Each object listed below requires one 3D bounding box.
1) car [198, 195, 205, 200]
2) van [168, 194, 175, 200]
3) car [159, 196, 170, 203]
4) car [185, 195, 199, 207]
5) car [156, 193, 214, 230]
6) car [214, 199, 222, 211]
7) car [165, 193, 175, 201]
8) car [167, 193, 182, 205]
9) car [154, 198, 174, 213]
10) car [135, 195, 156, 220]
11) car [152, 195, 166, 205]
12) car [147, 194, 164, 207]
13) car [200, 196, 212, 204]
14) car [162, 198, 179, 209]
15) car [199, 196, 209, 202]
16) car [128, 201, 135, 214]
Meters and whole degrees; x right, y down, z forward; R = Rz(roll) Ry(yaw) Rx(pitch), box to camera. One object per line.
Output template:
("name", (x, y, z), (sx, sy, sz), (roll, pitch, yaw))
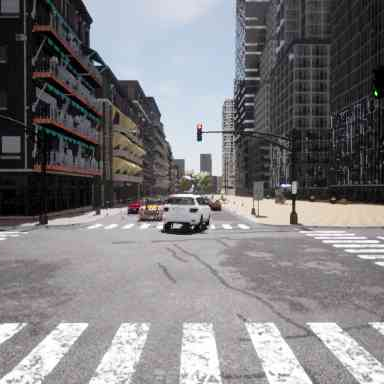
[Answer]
("car", (2.674, 1.535, 92.099), (1.752, 1.417, 4.829), (-1, 0, 0))
("van", (-5.675, 1.350, 91.873), (1.690, 1.788, 3.998), (-1, 0, 0))
("car", (-5.679, 1.584, 69.278), (1.802, 1.307, 4.206), (-1, 0, 0))
("car", (0.099, 1.352, 53.146), (2.097, 1.767, 4.553), (0, 0, 1))
("car", (-0.224, 1.204, 20.929), (2.150, 2.045, 5.566), (1, -1, 11))
("car", (2.659, 1.540, 41.088), (1.887, 1.381, 4.507), (-1, 0, 0))
("car", (-5.678, 1.322, 86.225), (2.192, 1.841, 5.009), (-1, 0, 0))
("car", (-3.032, 1.220, 58.283), (2.150, 2.045, 5.566), (0, 0, 1))
("car", (-3.085, 1.501, 37.637), (1.837, 1.490, 4.892), (0, 0, 0))
("car", (-3.090, 1.348, 27.640), (2.097, 1.767, 4.553), (0, 0, 0))
("car", (-5.684, 1.439, 57.980), (1.967, 1.590, 4.097), (-1, 0, 0))
("car", (-5.688, 1.312, 52.332), (2.192, 1.841, 5.009), (-1, 0, 0))
("car", (2.666, 1.551, 63.684), (2.008, 1.369, 4.403), (-1, 0, 0))
("car", (-3.077, 1.544, 47.965), (2.033, 1.411, 5.357), (0, 0, 0))
("car", (2.670, 1.548, 74.982), (1.887, 1.381, 4.507), (-1, 0, 0))
("car", (-5.690, 1.540, 35.384), (1.887, 1.381, 4.507), (-1, 0, 0))
